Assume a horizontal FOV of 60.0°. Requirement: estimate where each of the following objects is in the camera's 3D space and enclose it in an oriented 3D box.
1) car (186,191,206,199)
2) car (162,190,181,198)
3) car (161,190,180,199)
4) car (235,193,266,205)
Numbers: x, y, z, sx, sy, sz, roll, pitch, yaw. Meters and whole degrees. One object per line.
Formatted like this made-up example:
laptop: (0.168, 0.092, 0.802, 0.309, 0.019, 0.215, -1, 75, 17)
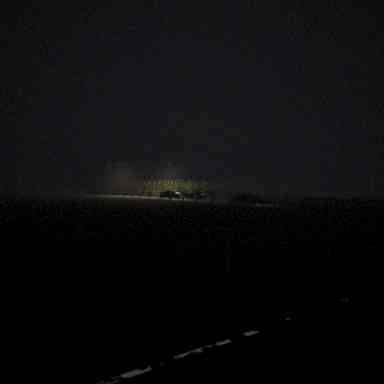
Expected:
car: (0.670, 0.613, 63.092, 2.128, 1.511, 4.902, 0, 1, -35)
car: (-4.291, 0.402, 70.019, 1.812, 1.442, 4.674, 0, 1, -35)
car: (-4.124, 0.567, 63.753, 1.837, 1.490, 4.892, 0, 0, -35)
car: (8.147, 0.904, 46.392, 1.882, 1.535, 5.008, 0, 1, -35)
